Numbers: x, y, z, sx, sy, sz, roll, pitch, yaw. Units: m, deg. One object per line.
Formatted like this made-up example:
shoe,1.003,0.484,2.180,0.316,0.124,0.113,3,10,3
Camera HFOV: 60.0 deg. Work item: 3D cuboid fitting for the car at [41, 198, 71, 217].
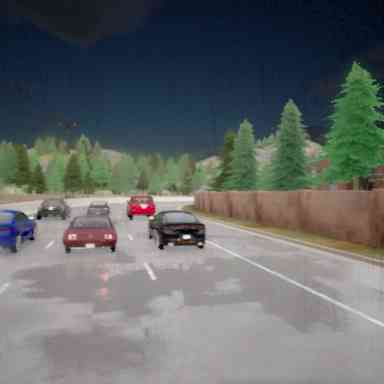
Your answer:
car,-11.279,1.304,27.421,2.097,1.767,4.553,1,-1,-14

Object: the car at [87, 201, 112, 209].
car,-7.944,1.515,28.514,2.128,1.511,4.902,1,0,-14

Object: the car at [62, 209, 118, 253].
car,-4.115,1.607,13.817,1.895,1.301,4.718,1,0,-15

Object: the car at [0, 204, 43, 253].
car,-7.589,1.416,13.300,1.882,1.535,5.008,1,0,-14

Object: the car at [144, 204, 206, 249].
car,-0.816,1.553,15.065,1.882,1.535,5.008,1,0,-14

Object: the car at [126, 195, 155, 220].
car,-4.495,1.307,29.134,2.150,2.045,5.566,1,0,-15
